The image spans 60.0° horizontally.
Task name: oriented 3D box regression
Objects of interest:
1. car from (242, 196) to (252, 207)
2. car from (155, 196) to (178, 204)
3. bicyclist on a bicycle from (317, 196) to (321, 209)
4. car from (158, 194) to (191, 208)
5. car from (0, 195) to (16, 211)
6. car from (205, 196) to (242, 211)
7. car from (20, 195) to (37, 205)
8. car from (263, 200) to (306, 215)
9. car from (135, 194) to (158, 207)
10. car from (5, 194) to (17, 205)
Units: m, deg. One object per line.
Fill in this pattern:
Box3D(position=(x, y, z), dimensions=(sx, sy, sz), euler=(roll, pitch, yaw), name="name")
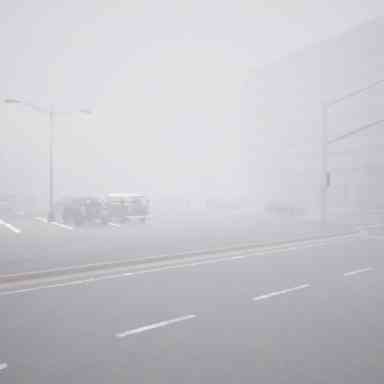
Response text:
Box3D(position=(6.793, 1.407, 50.140), dimensions=(2.097, 1.767, 4.553), euler=(0, 0, -35), name="car")
Box3D(position=(-5.211, 1.603, 66.990), dimensions=(2.033, 1.411, 5.357), euler=(0, 0, -35), name="car")
Box3D(position=(16.592, 1.356, 42.905), dimensions=(1.656, 1.620, 0.582), euler=(0, 0, -35), name="bicyclist on a bicycle")
Box3D(position=(-2.474, 1.277, 50.768), dimensions=(2.150, 2.045, 5.566), euler=(0, 0, -36), name="car")
Box3D(position=(-21.730, 1.451, 37.950), dimensions=(1.970, 1.475, 3.806), euler=(0, 0, -35), name="car")
Box3D(position=(3.622, 1.407, 42.191), dimensions=(2.097, 1.767, 4.553), euler=(0, 0, -35), name="car")
Box3D(position=(-27.204, 1.209, 55.403), dimensions=(1.932, 1.855, 4.605), euler=(0, 0, -35), name="car")
Box3D(position=(9.380, 1.581, 34.131), dimensions=(1.812, 1.442, 4.674), euler=(0, 0, -36), name="car")
Box3D(position=(-8.853, 1.547, 66.074), dimensions=(2.128, 1.511, 4.902), euler=(0, 0, -35), name="car")
Box3D(position=(-29.599, 1.212, 53.777), dimensions=(1.905, 1.878, 3.866), euler=(0, 0, -35), name="car")
